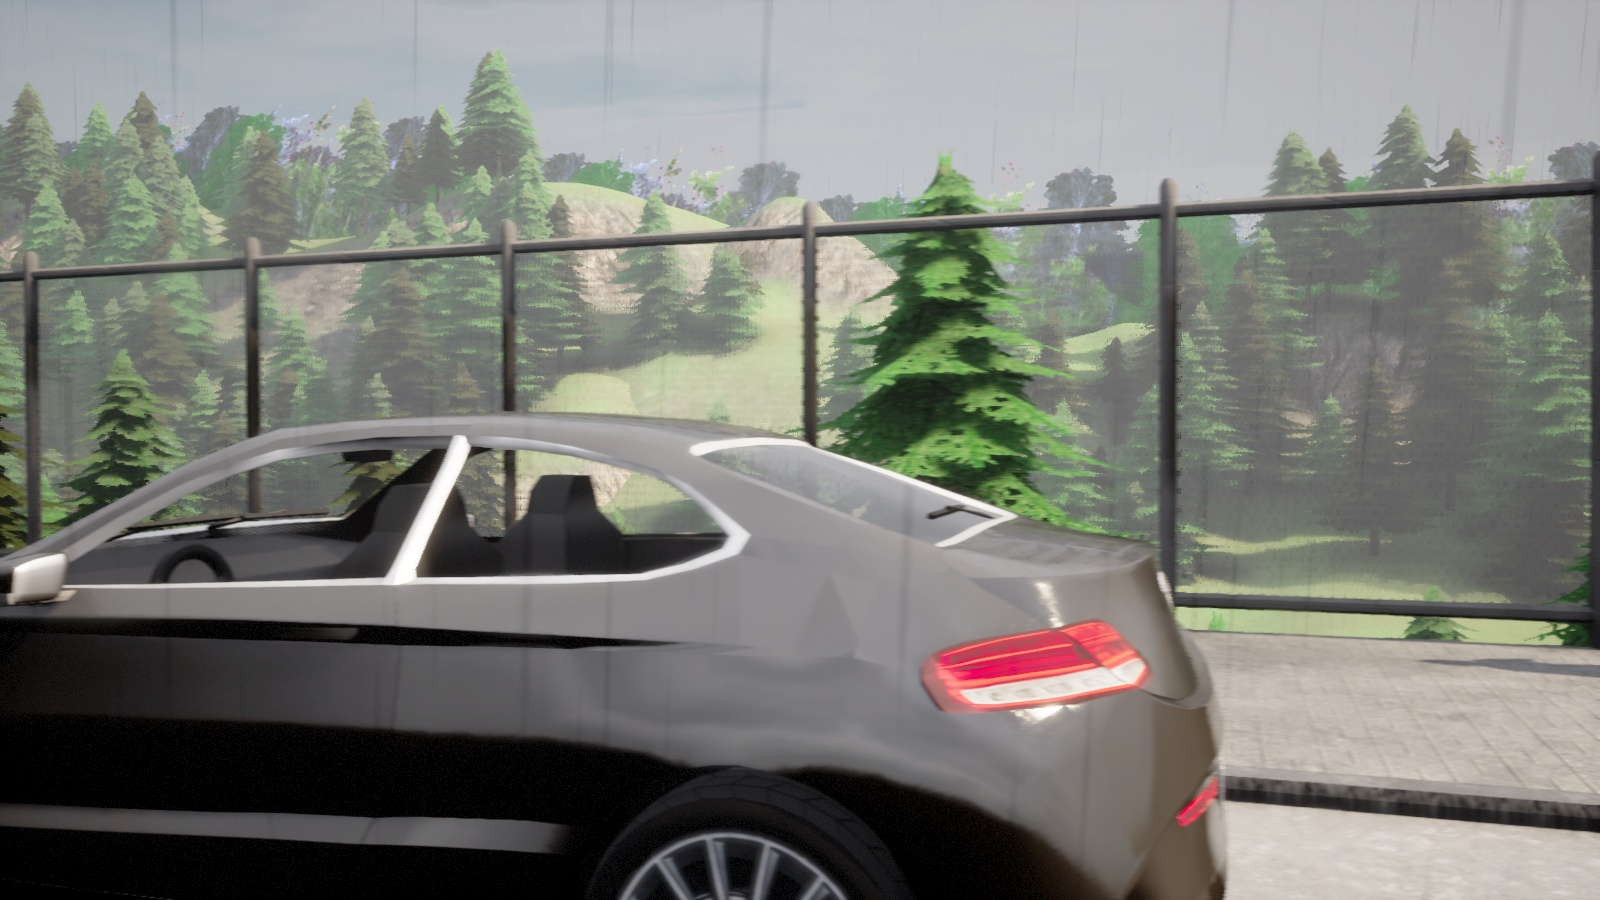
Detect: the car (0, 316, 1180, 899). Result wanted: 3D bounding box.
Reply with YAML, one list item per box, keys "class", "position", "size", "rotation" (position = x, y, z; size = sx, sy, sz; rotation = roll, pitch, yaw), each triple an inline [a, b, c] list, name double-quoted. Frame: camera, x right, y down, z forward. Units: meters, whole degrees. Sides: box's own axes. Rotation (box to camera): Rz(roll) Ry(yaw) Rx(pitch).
- class: "car"
  position: [-1.401, 0.533, 4.189]
  size: [5.027, 1.651, 2.152]
  rotation: [1, 1, 19]
